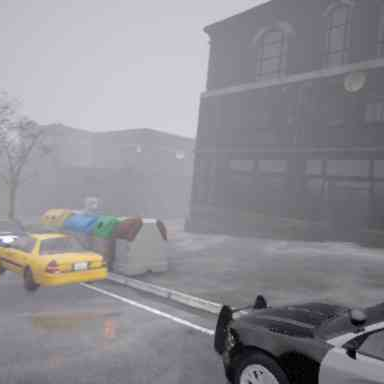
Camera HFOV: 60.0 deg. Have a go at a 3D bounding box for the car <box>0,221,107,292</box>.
[{"bbox_3d":[-4.635,1.926,10.369,1.801,1.575,5.366,5,-4,-44],"label":"car"}]

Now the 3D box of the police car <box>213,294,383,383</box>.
[{"bbox_3d":[2.447,1.686,3.136,1.930,1.638,5.238,5,-5,-44],"label":"police car"}]

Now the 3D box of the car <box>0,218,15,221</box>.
[{"bbox_3d":[-8.694,1.942,14.525,2.097,1.767,4.553,5,-4,-44],"label":"car"}]
